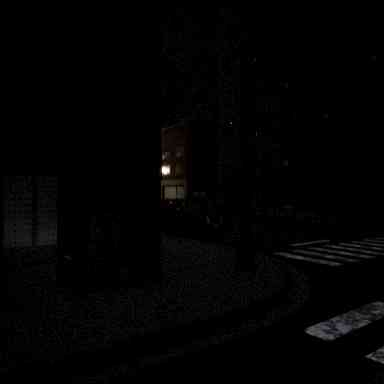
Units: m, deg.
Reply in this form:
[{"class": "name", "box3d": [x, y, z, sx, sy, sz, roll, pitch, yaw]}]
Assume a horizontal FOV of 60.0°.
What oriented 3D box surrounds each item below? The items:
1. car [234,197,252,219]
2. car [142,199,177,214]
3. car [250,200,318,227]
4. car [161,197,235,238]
[{"class": "car", "box3d": [2.939, 1.313, 27.160, 2.192, 1.841, 5.009, 0, 0, -35]}, {"class": "car", "box3d": [-3.643, 1.530, 36.417, 1.887, 1.381, 4.507, 0, 0, -35]}, {"class": "car", "box3d": [6.129, 1.529, 22.669, 1.752, 1.417, 4.829, 0, 0, -35]}, {"class": "car", "box3d": [-0.317, 1.285, 17.889, 2.192, 1.841, 5.009, 0, 0, -35]}]
